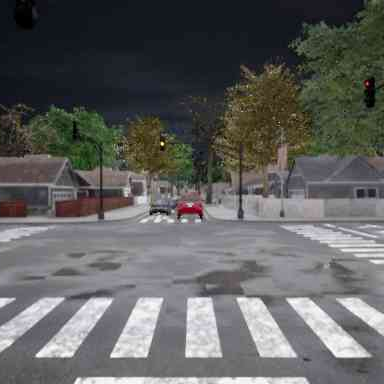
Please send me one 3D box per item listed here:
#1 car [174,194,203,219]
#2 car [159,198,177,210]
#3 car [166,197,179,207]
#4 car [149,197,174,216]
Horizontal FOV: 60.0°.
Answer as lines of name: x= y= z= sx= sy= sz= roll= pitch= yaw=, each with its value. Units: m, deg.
car: x=-0.161 y=1.223 z=29.675 sx=2.150 sy=2.045 sz=5.566 roll=0 pitch=0 yaw=0
car: x=-3.052 y=1.574 z=43.052 sx=1.994 sy=1.385 sz=4.181 roll=0 pitch=0 yaw=0
car: x=-3.082 y=1.543 z=53.302 sx=1.812 sy=1.442 sz=4.674 roll=0 pitch=0 yaw=0
car: x=-3.062 y=1.551 z=33.163 sx=2.033 sy=1.411 sz=5.357 roll=0 pitch=0 yaw=0
